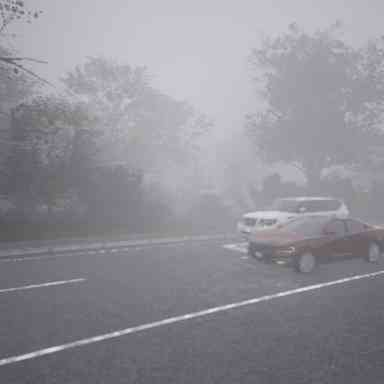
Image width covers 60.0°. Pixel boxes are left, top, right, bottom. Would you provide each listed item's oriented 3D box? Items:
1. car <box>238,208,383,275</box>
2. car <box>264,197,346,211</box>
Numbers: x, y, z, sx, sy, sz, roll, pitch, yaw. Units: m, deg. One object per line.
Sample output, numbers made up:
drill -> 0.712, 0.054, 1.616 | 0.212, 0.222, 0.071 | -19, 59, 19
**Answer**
car -> 4.013, 1.476, 10.537 | 5.008, 1.535, 1.882 | 0, 0, -30
car -> 4.734, 1.233, 15.037 | 5.566, 2.045, 2.150 | 0, 0, -29
